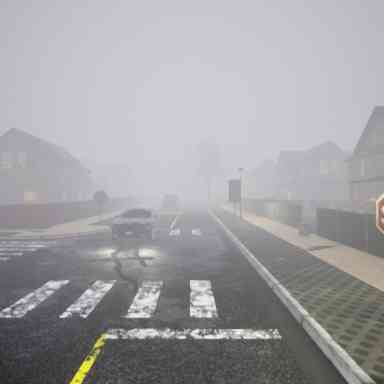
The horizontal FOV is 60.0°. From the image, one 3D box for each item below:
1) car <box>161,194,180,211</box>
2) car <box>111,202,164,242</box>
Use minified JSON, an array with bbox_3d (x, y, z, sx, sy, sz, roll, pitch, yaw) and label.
[{"bbox_3d":[-2.662,1.258,42.721,2.150,2.045,5.566,0,0,0],"label":"car"},{"bbox_3d":[-2.714,1.498,16.809,1.882,1.535,5.008,0,0,0],"label":"car"}]
